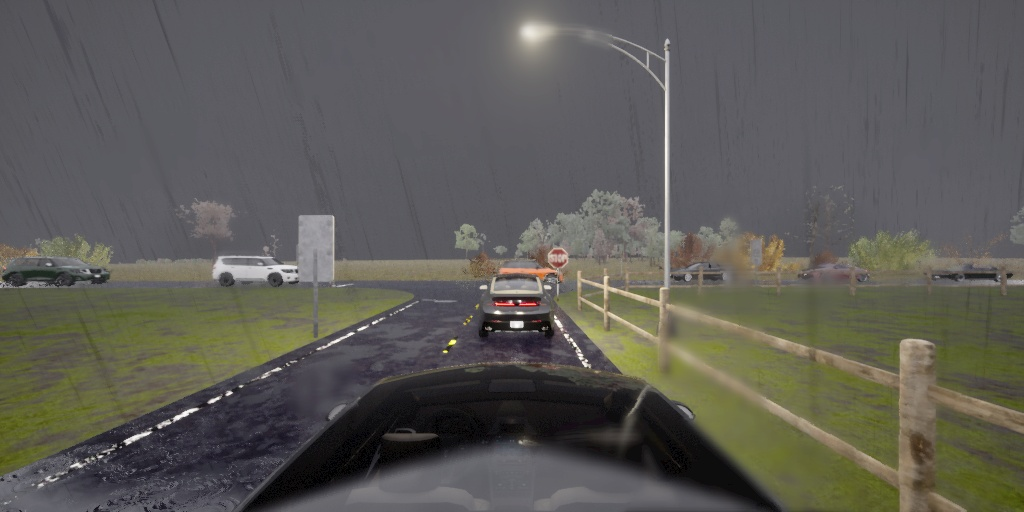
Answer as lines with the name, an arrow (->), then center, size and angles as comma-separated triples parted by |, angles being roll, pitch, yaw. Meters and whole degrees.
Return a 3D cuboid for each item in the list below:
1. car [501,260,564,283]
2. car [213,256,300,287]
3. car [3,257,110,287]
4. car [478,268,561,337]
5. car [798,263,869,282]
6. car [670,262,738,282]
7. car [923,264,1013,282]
car -> 1.234, 1.097, 24.662 | 4.553, 1.767, 2.097 | 0, 0, 0
car -> -17.427, 1.011, 24.819 | 5.566, 2.045, 2.150 | 0, 0, 0
car -> -31.587, 1.058, 24.953 | 5.566, 2.045, 2.150 | 0, 0, 1
car -> 0.106, 1.254, 10.281 | 1.837, 1.490, 4.892 | 0, 0, 0
car -> 24.514, 1.252, 27.412 | 4.181, 1.385, 1.994 | 0, 0, 1
car -> 14.570, 1.214, 27.501 | 4.892, 1.490, 1.837 | 0, 0, 0
car -> 34.590, 1.275, 27.321 | 4.718, 1.301, 1.895 | 0, 0, 0
